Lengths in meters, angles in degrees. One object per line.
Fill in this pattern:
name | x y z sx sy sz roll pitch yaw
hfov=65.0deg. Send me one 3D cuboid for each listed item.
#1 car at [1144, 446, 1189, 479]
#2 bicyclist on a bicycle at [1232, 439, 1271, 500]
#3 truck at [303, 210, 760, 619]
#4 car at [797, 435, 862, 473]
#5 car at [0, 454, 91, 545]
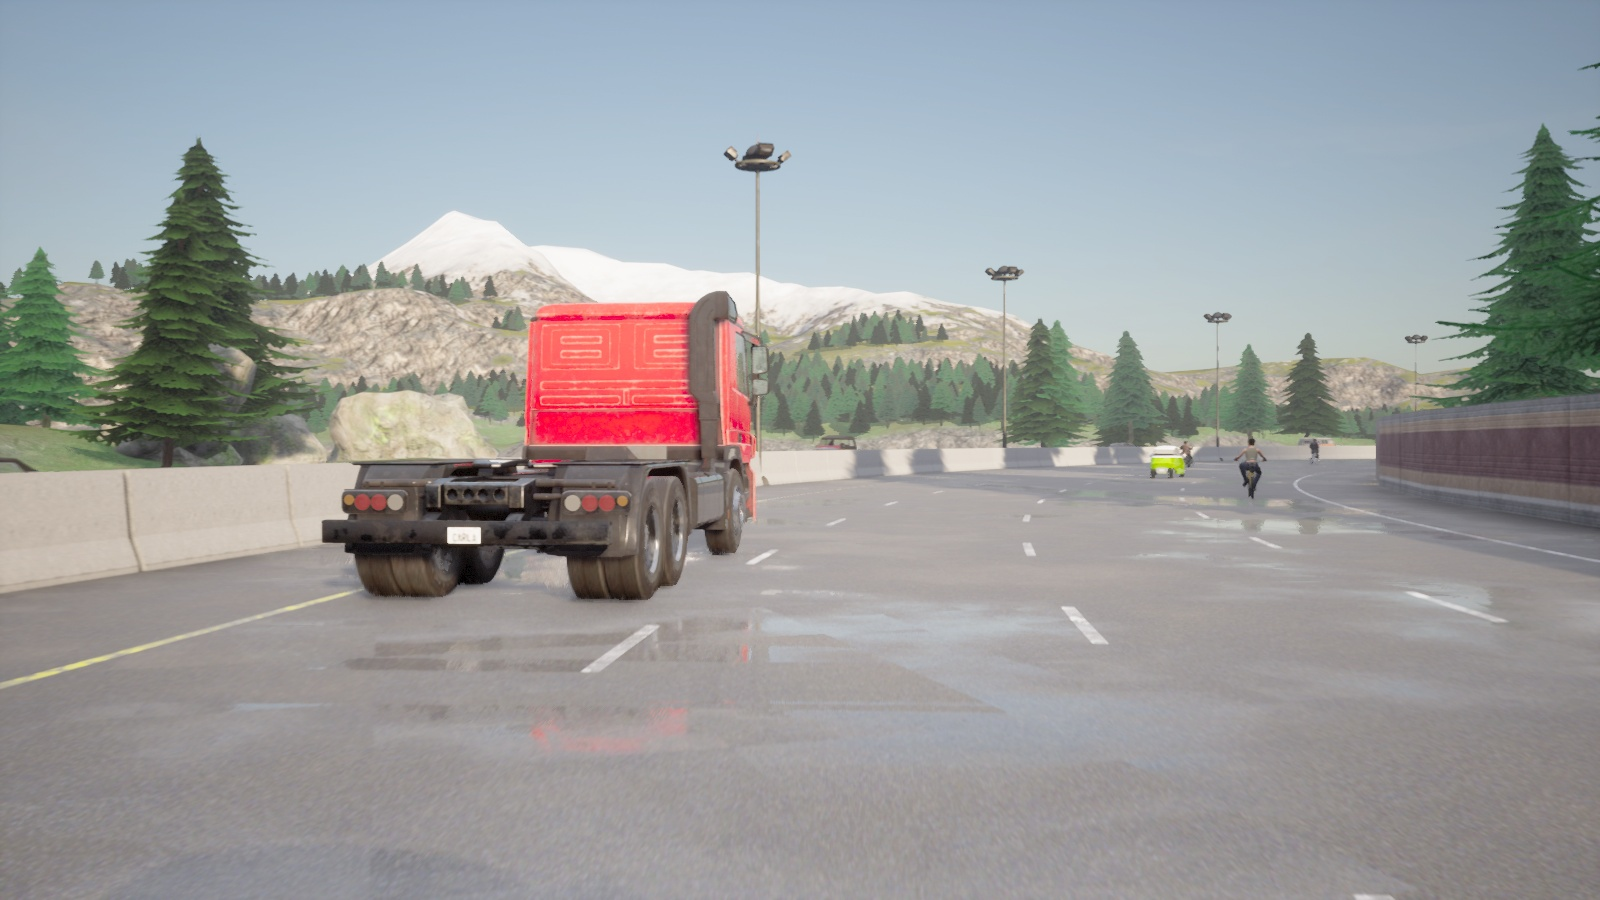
car | 15.518 0.516 53.128 1.481 1.376 2.207 0 1 25
bicyclist on a bicycle | 12.122 0.504 33.732 0.866 1.612 1.509 0 0 16
truck | -2.459 -0.321 14.718 2.891 3.462 7.936 0 0 6
car | 1.533 0.180 64.512 1.905 1.878 3.866 0 0 26
car | -12.655 0.734 17.987 1.895 1.301 4.718 0 0 8
